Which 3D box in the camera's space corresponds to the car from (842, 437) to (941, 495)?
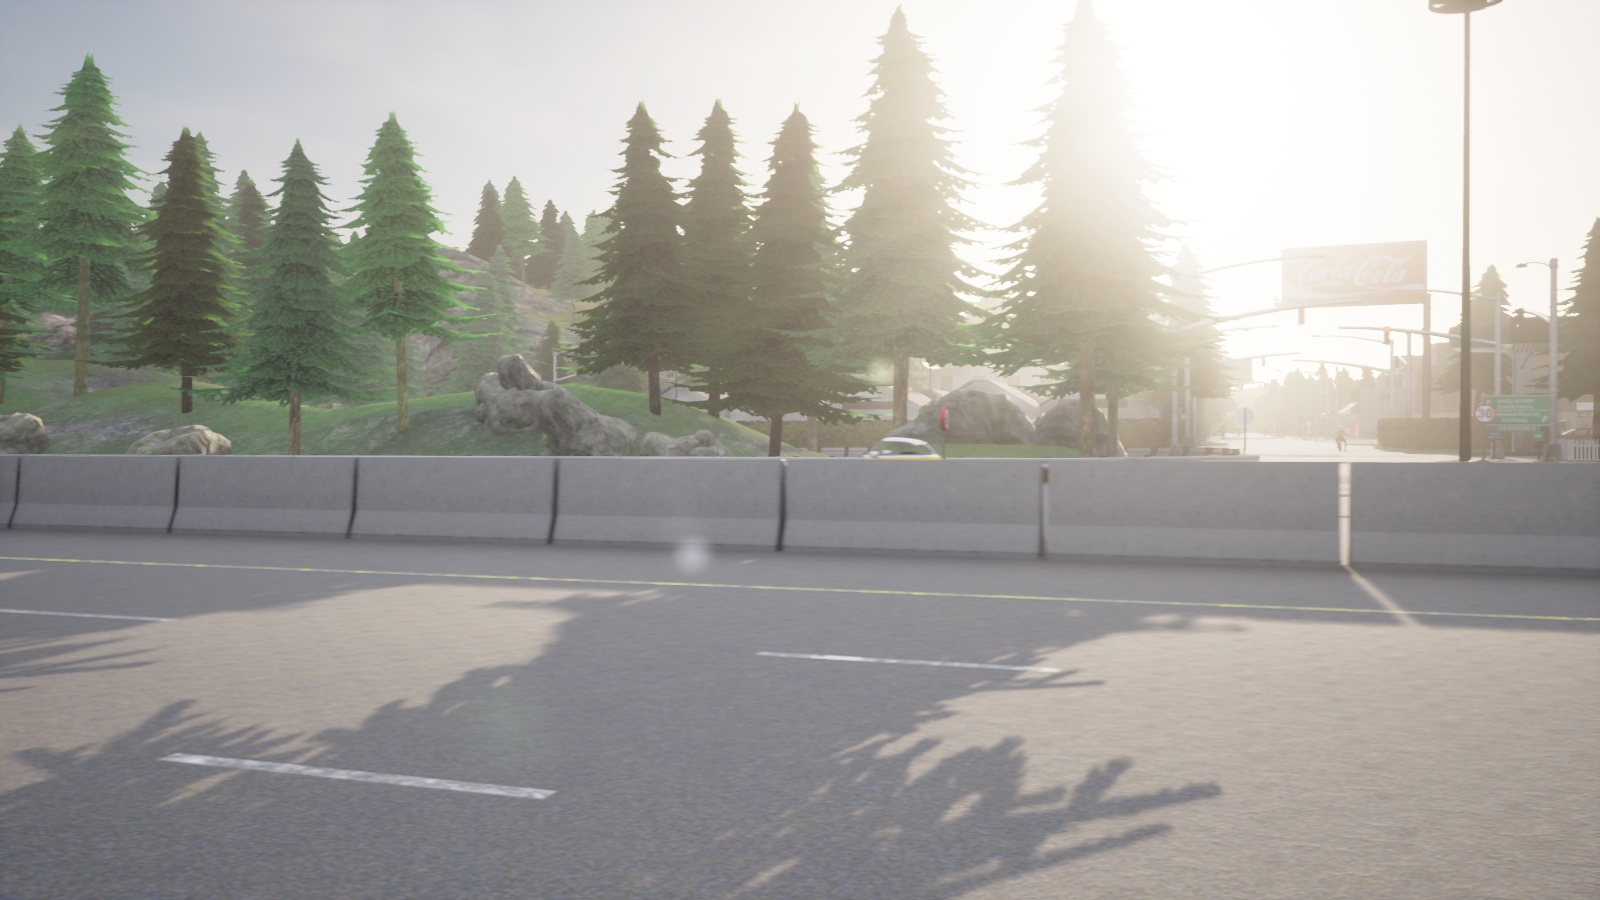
[{"bbox_3d":[2.339,0.377,31.997,2.207,1.376,1.481,1,1,18],"label":"car"}]
